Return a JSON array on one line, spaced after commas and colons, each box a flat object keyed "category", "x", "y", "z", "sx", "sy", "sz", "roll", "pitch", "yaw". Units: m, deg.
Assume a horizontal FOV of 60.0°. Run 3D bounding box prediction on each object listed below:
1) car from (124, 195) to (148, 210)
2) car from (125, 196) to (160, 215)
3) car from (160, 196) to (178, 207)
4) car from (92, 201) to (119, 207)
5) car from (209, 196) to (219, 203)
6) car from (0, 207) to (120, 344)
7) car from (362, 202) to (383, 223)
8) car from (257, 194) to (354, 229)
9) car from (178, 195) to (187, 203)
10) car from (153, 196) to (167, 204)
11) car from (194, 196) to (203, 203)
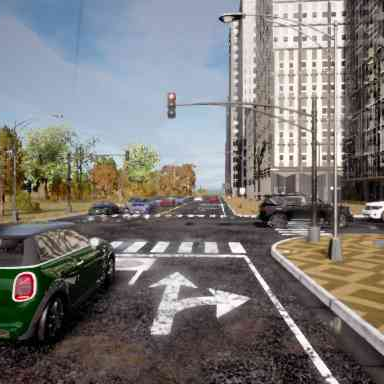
[{"category": "car", "x": -7.383, "y": 1.342, "z": 44.208, "sx": 2.097, "sy": 1.767, "sz": 4.553, "roll": 0, "pitch": 0, "yaw": 5}, {"category": "car", "x": -4.971, "y": 1.343, "z": 33.535, "sx": 2.097, "sy": 1.767, "sz": 4.553, "roll": 0, "pitch": 0, "yaw": 5}, {"category": "car", "x": -3.664, "y": 1.594, "z": 50.030, "sx": 1.895, "sy": 1.301, "sz": 4.718, "roll": 0, "pitch": 0, "yaw": 5}, {"category": "car", "x": -8.361, "y": 1.556, "z": 31.876, "sx": 1.994, "sy": 1.385, "sz": 4.181, "roll": 0, "pitch": 0, "yaw": 4}, {"category": "car", "x": 4.615, "y": 1.566, "z": 69.972, "sx": 1.994, "sy": 1.385, "sz": 4.181, "roll": 0, "pitch": 0, "yaw": 5}, {"category": "car", "x": -3.007, "y": 1.351, "z": 6.592, "sx": 2.097, "sy": 1.767, "sz": 4.553, "roll": 0, "pitch": 0, "yaw": 1}, {"category": "car", "x": 14.821, "y": 1.059, "z": 22.846, "sx": 5.566, "sy": 2.045, "sz": 2.150, "roll": 0, "pitch": 0, "yaw": 5}, {"category": "car", "x": 6.814, "y": 1.133, "z": 20.380, "sx": 5.566, "sy": 2.045, "sz": 2.150, "roll": 0, "pitch": 1, "yaw": 9}, {"category": "car", "x": -2.250, "y": 1.351, "z": 66.923, "sx": 2.097, "sy": 1.767, "sz": 4.553, "roll": 0, "pitch": 0, "yaw": 5}, {"category": "car", "x": -5.939, "y": 1.521, "z": 62.034, "sx": 1.812, "sy": 1.442, "sz": 4.674, "roll": 0, "pitch": 0, "yaw": 5}, {"category": "car", "x": 1.457, "y": 1.528, "z": 71.959, "sx": 1.812, "sy": 1.442, "sz": 4.674, "roll": 0, "pitch": 0, "yaw": 5}]
